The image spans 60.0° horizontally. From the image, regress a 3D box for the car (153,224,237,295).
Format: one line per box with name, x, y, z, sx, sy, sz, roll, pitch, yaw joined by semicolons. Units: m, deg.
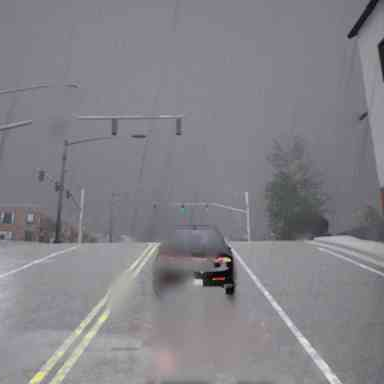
car;0.073;1.630;9.059;2.128;1.511;4.902;0;-1;0
